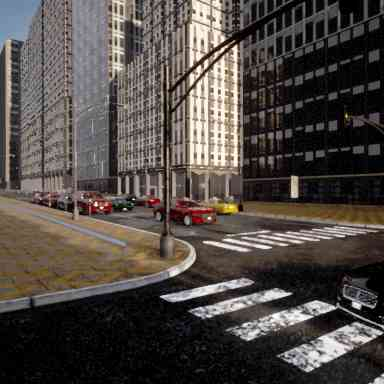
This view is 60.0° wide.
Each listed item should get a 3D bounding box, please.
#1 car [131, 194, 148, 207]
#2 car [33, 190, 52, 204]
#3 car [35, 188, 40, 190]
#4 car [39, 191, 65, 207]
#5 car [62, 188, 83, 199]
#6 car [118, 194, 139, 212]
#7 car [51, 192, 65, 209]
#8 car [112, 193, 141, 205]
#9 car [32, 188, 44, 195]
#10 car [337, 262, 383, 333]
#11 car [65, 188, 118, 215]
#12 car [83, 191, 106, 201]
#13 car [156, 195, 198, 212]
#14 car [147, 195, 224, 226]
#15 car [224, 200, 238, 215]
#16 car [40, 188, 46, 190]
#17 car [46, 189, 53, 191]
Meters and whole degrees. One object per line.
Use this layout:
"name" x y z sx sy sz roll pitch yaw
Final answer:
"car" -4.867 0.977 36.734 1.802 1.307 4.206 1 0 -36
"car" -18.254 0.793 40.869 1.802 1.307 4.206 1 0 -36
"car" -34.664 -0.104 77.599 1.967 1.590 4.097 1 0 -36
"car" -14.942 0.861 36.329 1.887 1.381 4.507 1 0 -36
"car" -21.416 0.186 59.435 2.192 1.841 5.009 1 0 -36
"car" -6.907 1.098 29.684 1.895 1.301 4.718 0 1 -36
"car" -11.632 0.987 31.790 1.947 1.339 4.313 1 0 -36
"car" -8.178 0.856 41.274 1.947 1.339 4.313 1 0 -36
"car" -37.974 -0.208 82.140 1.967 1.590 4.097 1 0 -36
"car" 4.916 1.511 5.664 4.892 1.490 1.837 0 -2 -12
"car" -8.316 0.841 27.248 2.192 1.841 5.009 1 0 -36
"car" -14.800 0.646 50.356 1.947 1.339 4.313 1 0 -36
"car" -1.555 1.066 32.193 1.947 1.339 4.313 1 0 -36
"car" -0.540 1.177 20.942 1.882 1.535 5.008 0 1 -38
"car" 1.725 1.127 27.844 1.752 1.417 4.829 1 0 -36
"car" -31.355 0.104 73.059 1.887 1.381 4.507 1 0 -36
"car" -28.044 0.214 68.518 2.008 1.369 4.403 1 0 -36
